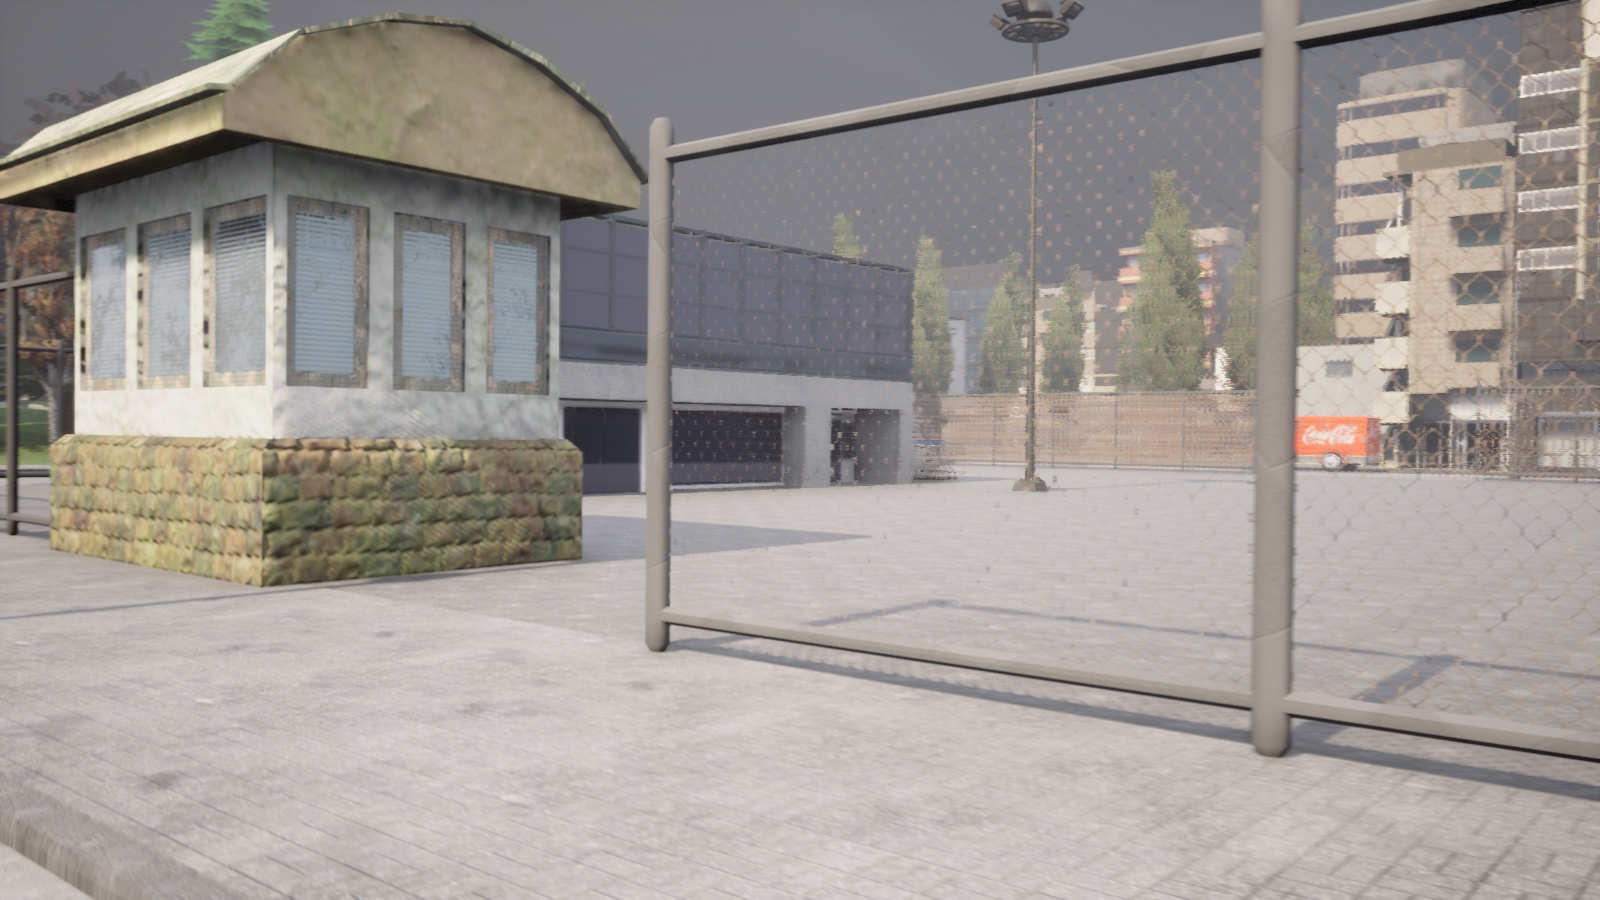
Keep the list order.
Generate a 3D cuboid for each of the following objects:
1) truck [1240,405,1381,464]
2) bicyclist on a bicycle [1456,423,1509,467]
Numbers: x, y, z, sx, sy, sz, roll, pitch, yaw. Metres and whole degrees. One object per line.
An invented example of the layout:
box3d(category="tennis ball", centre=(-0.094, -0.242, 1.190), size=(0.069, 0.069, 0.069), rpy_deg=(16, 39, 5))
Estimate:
box3d(category="truck", centre=(22.552, -0.691, 55.534), size=(5.204, 2.467, 2.627), rpy_deg=(0, 1, 40))
box3d(category="bicyclist on a bicycle", centre=(25.848, -0.167, 47.559), size=(1.656, 1.620, 0.582), rpy_deg=(-2, 0, 40))
